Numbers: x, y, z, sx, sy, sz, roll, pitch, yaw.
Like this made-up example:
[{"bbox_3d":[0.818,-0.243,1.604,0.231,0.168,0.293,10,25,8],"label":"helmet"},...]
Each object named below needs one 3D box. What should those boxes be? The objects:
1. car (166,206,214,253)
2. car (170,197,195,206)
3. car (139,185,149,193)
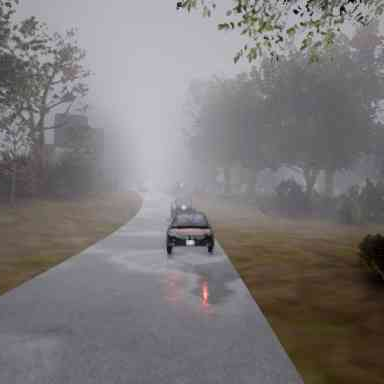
[{"bbox_3d":[-0.106,1.592,14.311,2.128,1.511,4.902,0,0,-1],"label":"car"},{"bbox_3d":[-0.809,1.248,29.122,2.097,1.767,4.553,1,1,-4],"label":"car"},{"bbox_3d":[-10.267,-0.618,70.830,1.837,1.490,4.892,1,2,-14],"label":"car"}]
